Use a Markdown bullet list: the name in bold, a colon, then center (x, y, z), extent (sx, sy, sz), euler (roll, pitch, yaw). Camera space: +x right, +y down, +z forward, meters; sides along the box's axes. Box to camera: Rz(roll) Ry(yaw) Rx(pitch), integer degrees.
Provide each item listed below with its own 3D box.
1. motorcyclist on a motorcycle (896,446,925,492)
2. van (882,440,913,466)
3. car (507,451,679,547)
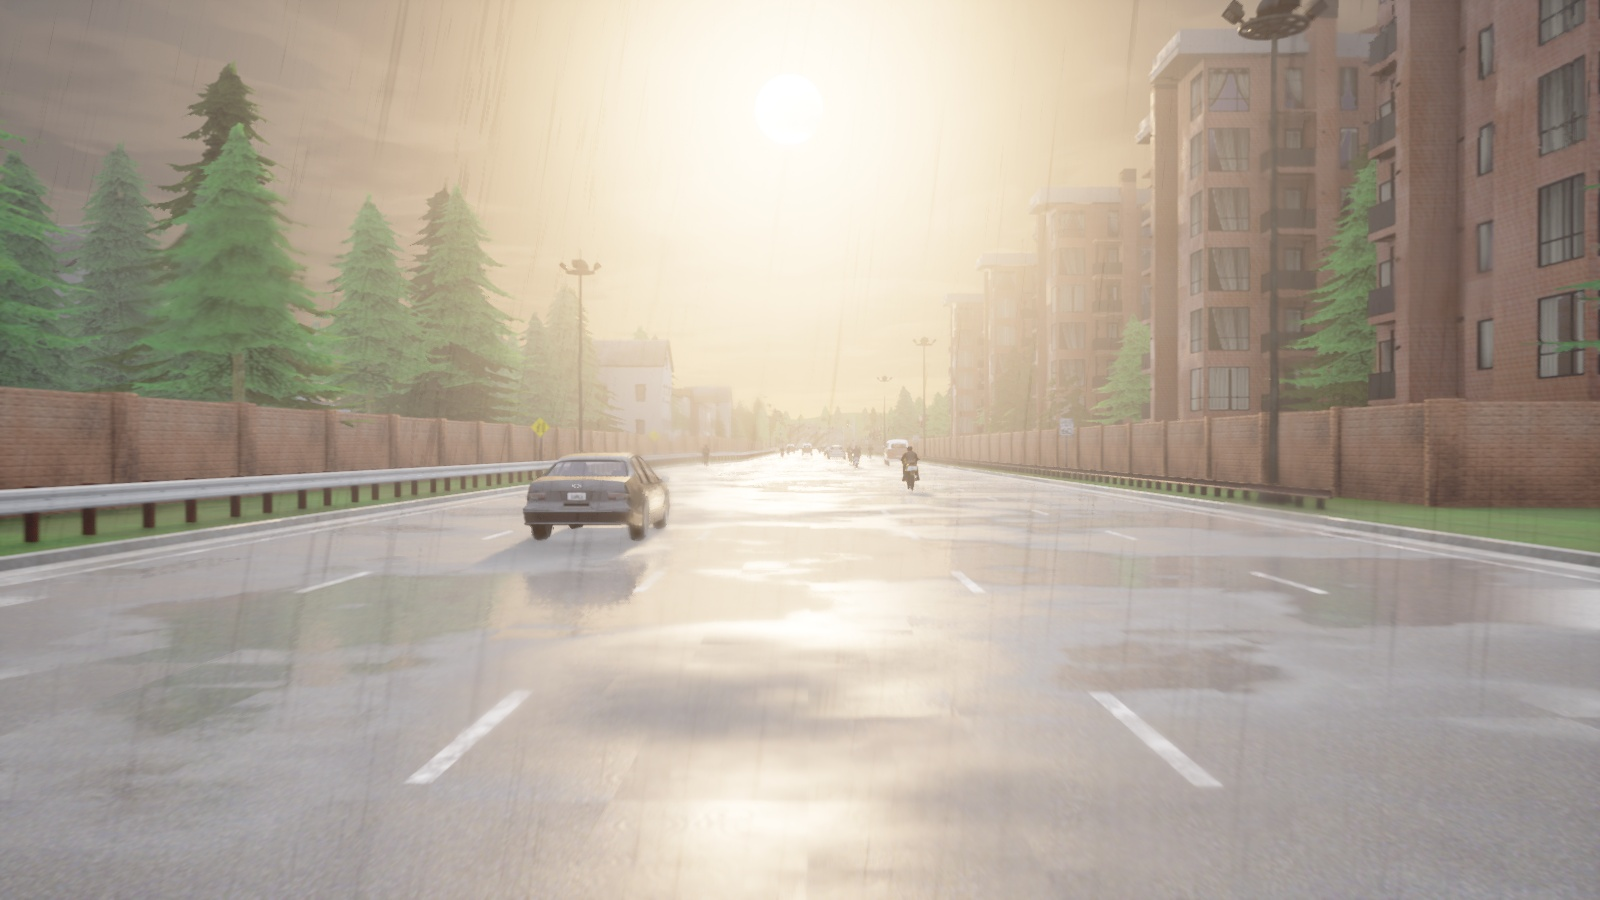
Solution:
- **motorcyclist on a motorcycle**: center (3.760, 0.619, 42.878), extent (0.797, 1.523, 2.044), euler (0, 0, 0)
- **van**: center (7.576, 0.218, 98.114), extent (2.069, 2.038, 4.480), euler (0, 0, 0)
- **car**: center (-3.362, 0.735, 21.511), extent (2.033, 1.411, 5.357), euler (0, 0, 0)
